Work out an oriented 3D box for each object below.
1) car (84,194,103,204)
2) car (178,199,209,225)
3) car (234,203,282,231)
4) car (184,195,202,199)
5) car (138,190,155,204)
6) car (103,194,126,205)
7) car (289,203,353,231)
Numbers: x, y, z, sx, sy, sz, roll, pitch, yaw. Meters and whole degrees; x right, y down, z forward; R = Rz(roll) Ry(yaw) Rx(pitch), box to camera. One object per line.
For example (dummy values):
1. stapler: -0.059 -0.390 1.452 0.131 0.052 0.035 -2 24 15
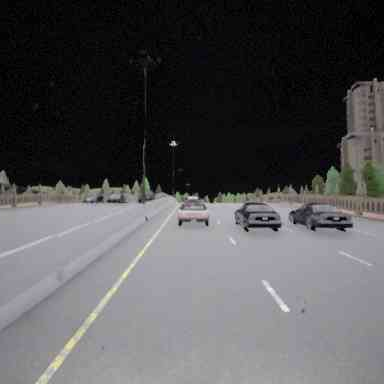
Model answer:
1. car: -14.055 0.983 47.807 2.128 1.511 4.902 0 0 1
2. car: 0.095 1.361 21.855 1.895 1.301 4.718 0 1 0
3. car: 3.596 1.343 18.864 2.033 1.411 5.357 0 1 0
4. car: 0.092 1.102 37.333 1.812 1.442 4.674 0 1 0
5. car: -7.016 0.763 51.843 2.150 2.045 5.566 0 -1 0
6. car: -10.563 0.965 46.657 1.882 1.535 5.008 0 0 0
7. car: 7.096 1.344 18.842 2.033 1.411 5.357 0 1 0
